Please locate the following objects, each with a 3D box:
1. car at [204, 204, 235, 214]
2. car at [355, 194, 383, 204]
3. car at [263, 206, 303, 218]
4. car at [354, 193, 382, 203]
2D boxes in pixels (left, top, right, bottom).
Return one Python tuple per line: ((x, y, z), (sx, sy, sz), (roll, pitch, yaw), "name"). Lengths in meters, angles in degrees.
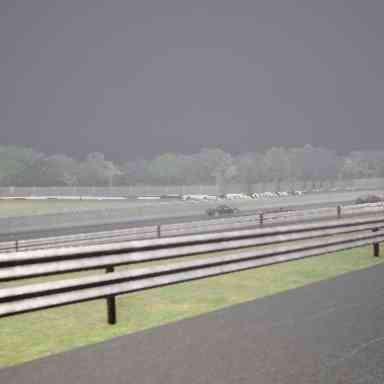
((3.944, 2.329, 43.449), (4.892, 1.490, 1.837), (-4, 2, -25), "car")
((26.923, 1.197, 50.377), (4.674, 1.442, 1.812), (-3, 2, -25), "car")
((10.796, 2.283, 38.935), (4.718, 1.301, 1.895), (-4, 2, -25), "car")
((29.279, 0.990, 55.350), (4.181, 1.385, 1.994), (-3, 2, -25), "car")
